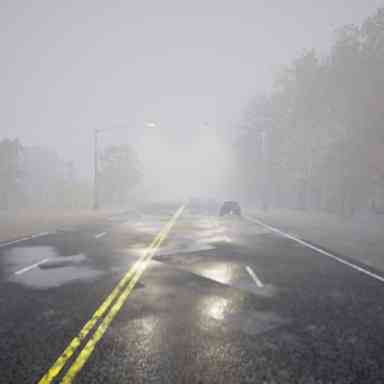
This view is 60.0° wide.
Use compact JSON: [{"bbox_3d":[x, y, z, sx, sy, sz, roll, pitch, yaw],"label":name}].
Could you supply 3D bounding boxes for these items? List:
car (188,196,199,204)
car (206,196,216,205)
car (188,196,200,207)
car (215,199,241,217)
[{"bbox_3d":[0.275,1.602,69.351,2.128,1.511,4.902,0,0,0],"label":"car"},{"bbox_3d":[3.487,1.562,60.804,2.128,1.511,4.902,-1,-1,0],"label":"car"},{"bbox_3d":[0.306,1.600,52.651,2.033,1.411,5.357,0,0,0],"label":"car"},{"bbox_3d":[3.387,1.548,30.602,1.837,1.490,4.892,0,-2,1],"label":"car"}]
